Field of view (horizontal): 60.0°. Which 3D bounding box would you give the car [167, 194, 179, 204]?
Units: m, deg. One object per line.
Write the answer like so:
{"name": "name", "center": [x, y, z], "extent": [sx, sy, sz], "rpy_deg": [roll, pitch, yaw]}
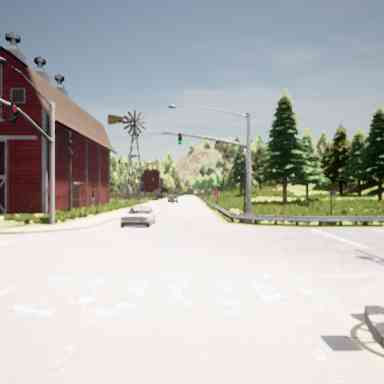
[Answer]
{"name": "car", "center": [-3.542, 1.261, 61.894], "extent": [2.097, 1.767, 4.553], "rpy_deg": [0, 0, 0]}

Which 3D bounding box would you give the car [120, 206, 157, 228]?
{"name": "car", "center": [-3.516, 1.635, 22.335], "extent": [1.895, 1.301, 4.718], "rpy_deg": [0, 0, 0]}
